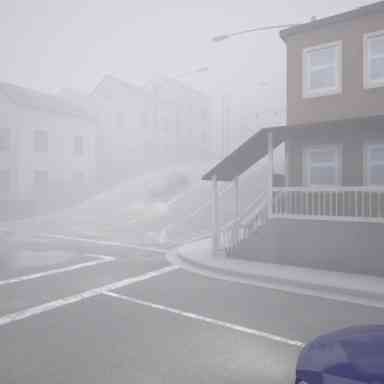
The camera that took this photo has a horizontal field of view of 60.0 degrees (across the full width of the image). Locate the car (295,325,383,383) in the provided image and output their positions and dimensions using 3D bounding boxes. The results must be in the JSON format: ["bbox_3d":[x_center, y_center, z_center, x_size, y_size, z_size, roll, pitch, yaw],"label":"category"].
[{"bbox_3d":[2.949,1.526,1.860,4.674,1.442,1.812,0,0,36],"label":"car"}]

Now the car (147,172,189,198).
[{"bbox_3d":[-2.073,-0.743,29.044,1.812,1.442,4.674,0,21,35],"label":"car"}]
